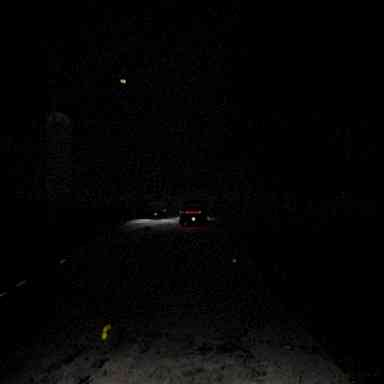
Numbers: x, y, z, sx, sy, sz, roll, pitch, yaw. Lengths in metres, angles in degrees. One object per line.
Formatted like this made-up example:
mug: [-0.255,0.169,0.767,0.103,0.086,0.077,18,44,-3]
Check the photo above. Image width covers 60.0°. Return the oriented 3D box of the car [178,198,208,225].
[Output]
car: [0.098,1.450,23.714,1.837,1.490,4.892,0,1,0]

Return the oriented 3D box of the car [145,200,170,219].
car: [-2.852,1.462,28.481,1.812,1.442,4.674,0,0,0]
